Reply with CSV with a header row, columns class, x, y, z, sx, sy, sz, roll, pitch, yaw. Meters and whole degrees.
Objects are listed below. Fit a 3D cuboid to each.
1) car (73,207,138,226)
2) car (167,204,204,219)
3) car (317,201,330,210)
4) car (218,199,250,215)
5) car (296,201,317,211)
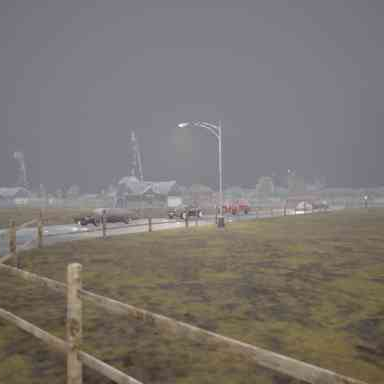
class,x,y,z,sx,sy,sz,roll,pitch,yaw
car,-6.648,1.884,26.309,2.033,1.411,5.357,-2,-2,36
car,-0.626,2.013,34.723,1.837,1.490,4.892,-2,-2,36
car,25.122,2.471,64.325,2.097,1.767,4.553,-2,-2,34
car,5.568,1.912,43.383,2.150,2.045,5.566,-2,-2,36
car,18.903,2.439,55.659,1.812,1.442,4.674,-2,-2,36
